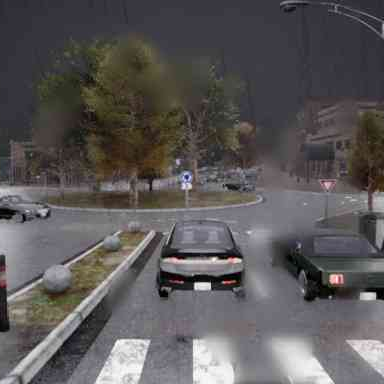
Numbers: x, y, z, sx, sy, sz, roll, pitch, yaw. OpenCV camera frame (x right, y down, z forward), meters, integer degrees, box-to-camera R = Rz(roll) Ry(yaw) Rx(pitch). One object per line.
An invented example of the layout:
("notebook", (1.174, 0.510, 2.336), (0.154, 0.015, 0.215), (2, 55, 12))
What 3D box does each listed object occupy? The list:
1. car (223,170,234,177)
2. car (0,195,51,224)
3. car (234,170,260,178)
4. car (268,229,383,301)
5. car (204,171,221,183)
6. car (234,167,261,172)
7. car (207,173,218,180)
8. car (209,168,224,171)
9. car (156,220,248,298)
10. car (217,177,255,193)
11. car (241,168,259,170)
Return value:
("car", (8.486, -3.973, 80.373), (1.837, 1.490, 4.892), (1, 5, 10))
("car", (-10.689, 0.950, 19.776), (4.902, 1.511, 2.128), (2, 4, 22))
("car", (13.185, -3.927, 79.492), (4.892, 1.521, 2.231), (1, 5, 10))
("car", (3.217, 1.569, 8.228), (1.895, 1.301, 4.718), (0, 1, 1))
("car", (3.973, -2.768, 65.909), (2.097, 1.767, 4.553), (0, 5, 1))
("car", (14.612, -4.951, 87.564), (5.566, 2.045, 2.435), (1, 6, 10))
("car", (4.755, -3.486, 75.841), (1.994, 1.385, 4.181), (1, 5, 9))
("car", (6.206, -4.540, 84.867), (2.097, 1.767, 4.553), (1, 6, 10))
("car", (0.223, 1.455, 8.434), (2.128, 1.511, 4.902), (0, 1, 1))
("car", (6.079, -0.785, 43.757), (2.128, 1.511, 4.902), (-3, 5, -36))
("car", (13.688, -4.309, 82.177), (4.553, 1.767, 2.185), (1, 5, 10))
